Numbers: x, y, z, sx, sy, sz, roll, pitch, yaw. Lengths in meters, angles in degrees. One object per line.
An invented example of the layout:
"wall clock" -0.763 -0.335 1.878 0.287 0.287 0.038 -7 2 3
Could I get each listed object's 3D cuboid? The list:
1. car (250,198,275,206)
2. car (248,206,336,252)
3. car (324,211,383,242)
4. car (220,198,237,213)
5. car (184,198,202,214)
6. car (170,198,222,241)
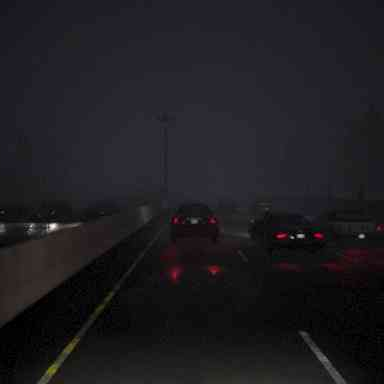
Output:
"car" 7.098 1.376 33.870 2.128 1.511 4.902 0 0 0
"car" 3.600 1.501 13.524 2.033 1.411 5.357 0 0 0
"car" 7.099 1.546 16.126 1.895 1.301 4.718 0 0 0
"car" 3.598 1.357 35.476 1.882 1.535 5.008 0 0 0
"car" 0.085 1.407 34.972 1.812 1.442 4.674 0 0 0
"car" 0.100 1.296 16.389 2.097 1.767 4.553 0 0 0
